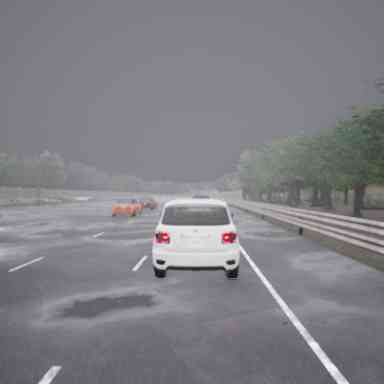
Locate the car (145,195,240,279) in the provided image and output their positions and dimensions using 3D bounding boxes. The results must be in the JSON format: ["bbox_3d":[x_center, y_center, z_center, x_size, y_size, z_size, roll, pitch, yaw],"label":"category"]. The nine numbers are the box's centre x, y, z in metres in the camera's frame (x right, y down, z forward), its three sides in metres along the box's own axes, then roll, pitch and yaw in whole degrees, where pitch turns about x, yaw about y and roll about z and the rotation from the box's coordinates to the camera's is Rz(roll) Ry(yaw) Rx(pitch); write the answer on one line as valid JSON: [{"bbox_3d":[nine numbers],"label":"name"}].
[{"bbox_3d":[0.139,1.209,10.172,2.150,2.045,5.566,0,0,1],"label":"car"}]

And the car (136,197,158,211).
[{"bbox_3d":[-5.751,1.499,43.071,2.097,1.767,4.553,0,-1,2],"label":"car"}]

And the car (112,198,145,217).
[{"bbox_3d":[-6.086,1.416,31.937,2.097,1.767,4.553,0,0,2],"label":"car"}]

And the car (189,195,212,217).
[{"bbox_3d":[0.901,1.323,34.537,2.150,2.045,5.566,0,0,2],"label":"car"}]

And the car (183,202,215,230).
[{"bbox_3d":[0.494,1.492,22.256,1.882,1.535,5.008,0,0,2],"label":"car"}]

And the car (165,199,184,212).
[{"bbox_3d":[-2.248,1.712,43.167,2.033,1.411,5.357,0,0,2],"label":"car"}]
